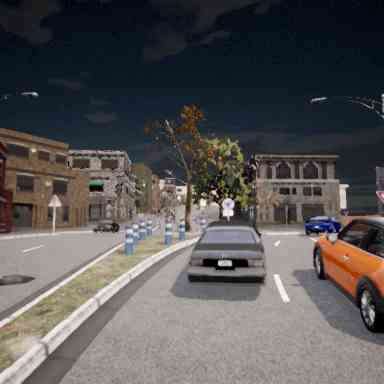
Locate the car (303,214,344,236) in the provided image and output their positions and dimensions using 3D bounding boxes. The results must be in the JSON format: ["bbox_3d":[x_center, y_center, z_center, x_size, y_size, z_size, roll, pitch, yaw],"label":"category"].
[{"bbox_3d":[10.110,2.532,25.384,1.882,1.535,5.008,-4,-8,33],"label":"car"}]

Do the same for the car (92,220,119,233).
[{"bbox_3d":[-8.732,3.532,34.021,1.994,1.385,4.181,0,-6,-1],"label":"car"}]

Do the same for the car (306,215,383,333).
[{"bbox_3d":[3.984,1.291,6.759,2.097,1.767,4.553,-1,1,7],"label":"car"}]

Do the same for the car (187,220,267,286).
[{"bbox_3d":[1.114,1.516,9.400,2.033,1.411,5.357,-1,0,10],"label":"car"}]

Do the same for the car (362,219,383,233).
[{"bbox_3d":[22.167,3.931,37.580,4.902,1.511,2.128,2,-6,-8],"label":"car"}]
